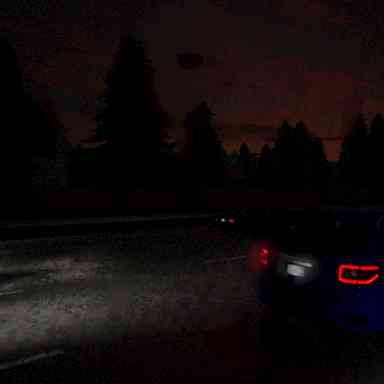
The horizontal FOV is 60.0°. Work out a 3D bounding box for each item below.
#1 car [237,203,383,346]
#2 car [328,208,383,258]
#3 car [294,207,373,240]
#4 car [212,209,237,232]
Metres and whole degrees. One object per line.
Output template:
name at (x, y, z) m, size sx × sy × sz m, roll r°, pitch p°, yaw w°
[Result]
car at (3.688, 1.231, 6.375) m, size 5.566 × 2.045 × 2.150 m, roll 0°, pitch 0°, yaw -36°
car at (7.901, 1.499, 13.680) m, size 5.008 × 1.535 × 1.882 m, roll 0°, pitch 0°, yaw -35°
car at (7.581, 1.589, 17.752) m, size 4.181 × 1.385 × 1.994 m, roll 0°, pitch 0°, yaw -36°
car at (3.705, 1.569, 19.286) m, size 5.357 × 1.411 × 2.033 m, roll 0°, pitch 0°, yaw -36°
